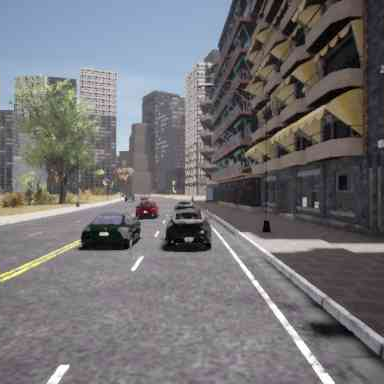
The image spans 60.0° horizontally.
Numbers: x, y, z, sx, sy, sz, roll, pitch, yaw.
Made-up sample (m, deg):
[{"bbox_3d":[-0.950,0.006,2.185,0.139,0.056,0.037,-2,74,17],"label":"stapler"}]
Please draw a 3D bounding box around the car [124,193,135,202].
[{"bbox_3d":[-14.159,1.236,75.973,2.150,2.045,5.566,0,0,-7],"label":"car"}]

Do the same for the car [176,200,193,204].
[{"bbox_3d":[-0.680,1.521,29.903,1.837,1.490,4.892,0,0,-3],"label":"car"}]

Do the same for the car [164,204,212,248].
[{"bbox_3d":[-0.171,1.517,14.803,1.837,1.490,4.892,0,0,-1],"label":"car"}]

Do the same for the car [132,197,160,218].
[{"bbox_3d":[-3.927,1.489,29.757,1.882,1.535,5.008,0,0,-3],"label":"car"}]

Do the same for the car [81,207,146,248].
[{"bbox_3d":[-3.419,1.573,14.729,1.994,1.385,4.181,0,0,-1],"label":"car"}]
